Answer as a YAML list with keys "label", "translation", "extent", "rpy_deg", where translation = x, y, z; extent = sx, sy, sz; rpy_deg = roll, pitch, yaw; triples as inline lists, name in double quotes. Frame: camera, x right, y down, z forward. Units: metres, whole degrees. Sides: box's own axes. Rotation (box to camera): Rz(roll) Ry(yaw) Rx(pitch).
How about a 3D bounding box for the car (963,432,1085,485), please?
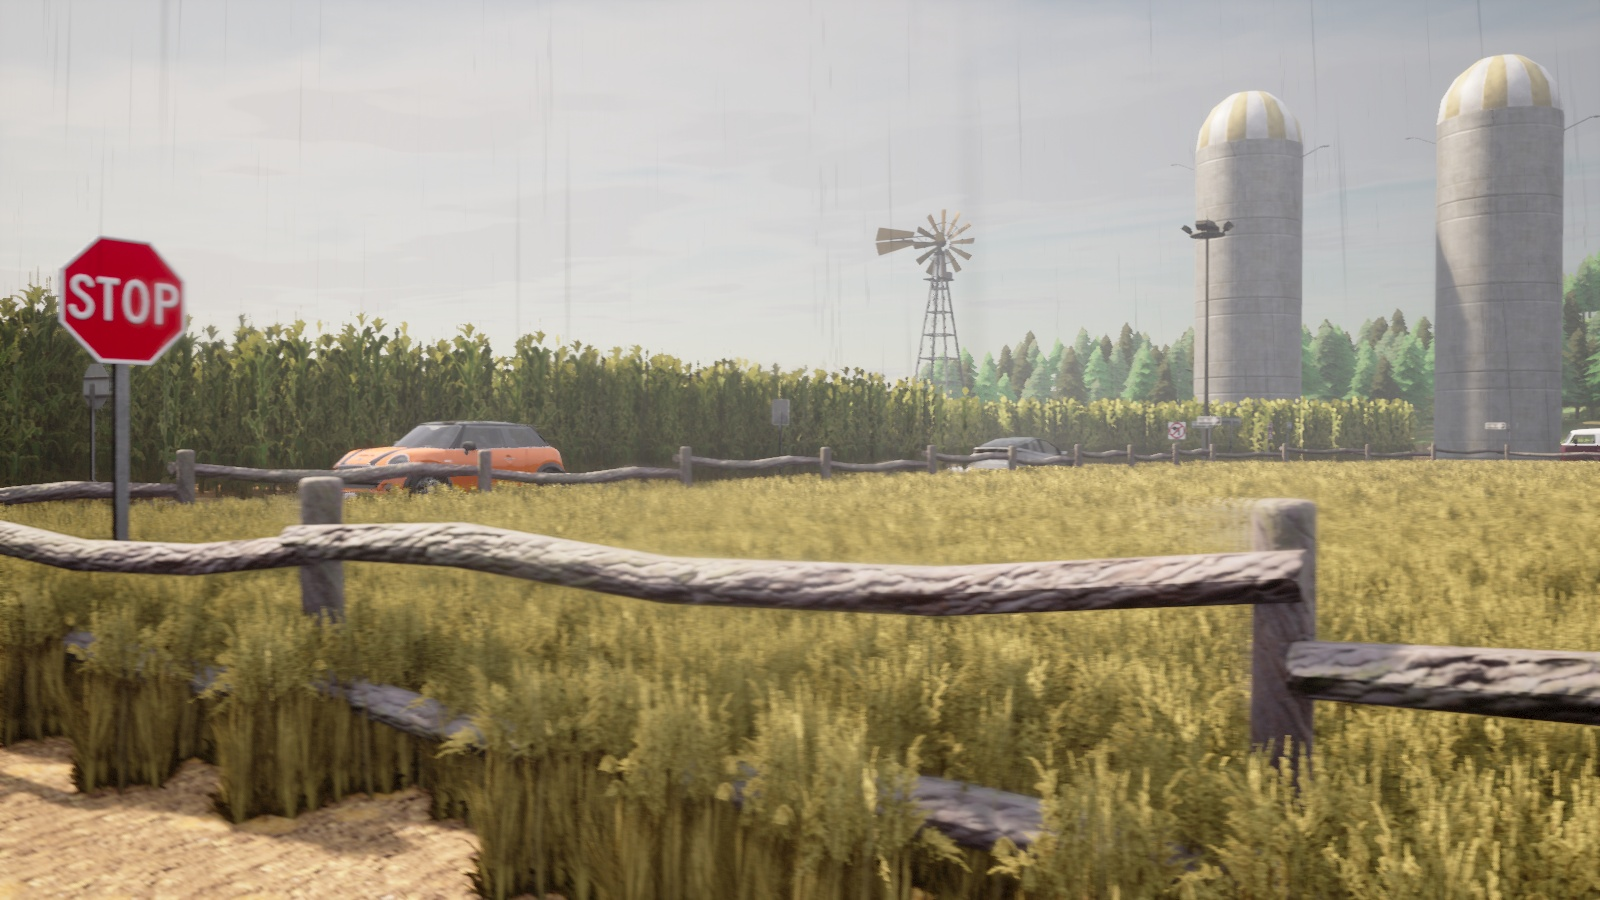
- label: "car"
  translation: [6.913, 0.217, 38.348]
  extent: [2.007, 1.525, 4.514]
  rpy_deg: [0, 0, 34]

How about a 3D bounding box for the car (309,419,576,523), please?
- label: "car"
  translation: [-6.621, 0.350, 23.730]
  extent: [2.097, 1.767, 4.553]
  rpy_deg: [0, 0, 34]

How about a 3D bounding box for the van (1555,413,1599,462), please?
- label: "van"
  translation: [34.754, -0.540, 53.387]
  extent: [4.480, 2.038, 2.069]
  rpy_deg: [0, 1, 30]
